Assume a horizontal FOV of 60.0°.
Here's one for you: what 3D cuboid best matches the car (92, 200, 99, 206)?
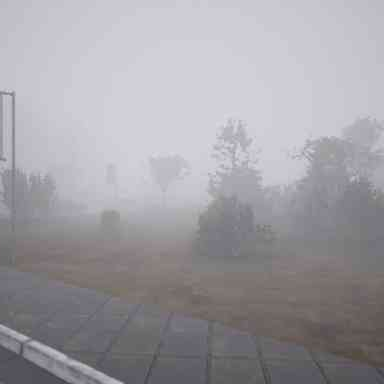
[{"bbox_3d":[-13.227,1.521,51.800,1.895,1.301,4.718,0,1,39],"label":"car"}]

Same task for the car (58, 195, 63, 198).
[{"bbox_3d":[-15.639,1.218,37.331,2.150,2.045,5.566,0,0,39],"label":"car"}]

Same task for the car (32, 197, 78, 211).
[{"bbox_3d":[-17.021,1.482,41.513,2.128,1.511,4.902,0,0,39],"label":"car"}]

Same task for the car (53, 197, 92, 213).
[{"bbox_3d":[-13.118,1.561,34.879,1.994,1.385,4.181,0,0,39],"label":"car"}]

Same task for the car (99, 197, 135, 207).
[{"bbox_3d":[-10.559,1.469,49.534,2.033,1.411,5.357,0,1,39],"label":"car"}]
